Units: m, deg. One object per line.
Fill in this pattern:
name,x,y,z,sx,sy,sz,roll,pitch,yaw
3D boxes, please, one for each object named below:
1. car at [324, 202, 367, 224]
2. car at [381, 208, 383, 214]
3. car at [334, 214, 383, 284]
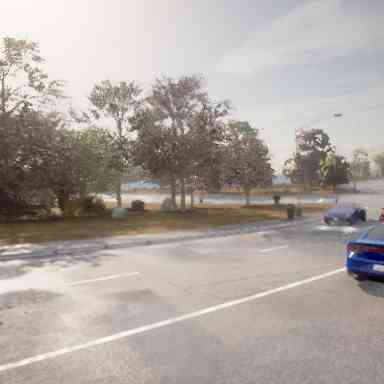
car,10.951,1.456,23.551,1.812,1.442,4.674,-1,0,42
car,13.409,1.360,21.076,1.882,1.535,5.008,-1,1,42
car,5.936,1.464,8.749,5.008,1.535,1.882,-1,0,-40
